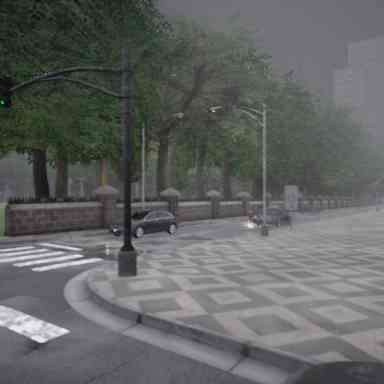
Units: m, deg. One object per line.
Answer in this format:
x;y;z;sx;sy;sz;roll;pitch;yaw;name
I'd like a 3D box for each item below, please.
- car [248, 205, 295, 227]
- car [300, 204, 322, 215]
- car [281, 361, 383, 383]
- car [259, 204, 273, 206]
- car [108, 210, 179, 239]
6.928;2.124;27.903;2.033;1.411;5.357;0;-1;35;car
17.144;2.395;47.819;2.033;1.411;5.357;0;-1;35;car
2.338;1.551;1.300;4.403;1.369;2.008;0;0;35;car
7.583;2.052;34.377;2.097;1.767;4.553;0;-1;35;car
-2.717;1.832;19.736;1.837;1.490;4.892;0;-1;35;car
